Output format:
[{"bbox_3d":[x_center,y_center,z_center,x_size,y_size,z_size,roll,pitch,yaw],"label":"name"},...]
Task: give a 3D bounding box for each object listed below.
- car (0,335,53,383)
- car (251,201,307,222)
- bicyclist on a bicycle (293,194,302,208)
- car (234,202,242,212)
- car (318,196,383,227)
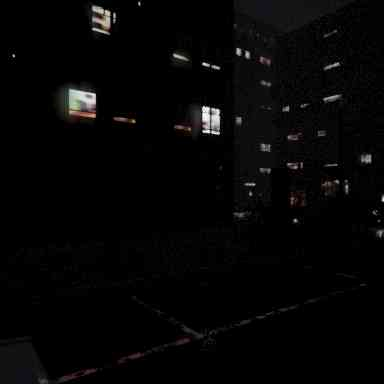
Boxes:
[{"bbox_3d":[-2.981,1.601,1.237,4.718,1.301,1.895,0,0,-35],"label":"car"},{"bbox_3d":[6.254,1.342,24.195,2.008,1.369,4.403,1,0,-36],"label":"car"},{"bbox_3d":[11.503,1.011,36.215,1.656,1.620,0.582,0,1,-36],"label":"bicyclist on a bicycle"},{"bbox_3d":[2.925,1.192,33.151,1.812,1.442,4.674,0,1,-36],"label":"car"},{"bbox_3d":[10.693,1.218,21.864,2.097,1.767,4.553,0,1,-32],"label":"car"}]
